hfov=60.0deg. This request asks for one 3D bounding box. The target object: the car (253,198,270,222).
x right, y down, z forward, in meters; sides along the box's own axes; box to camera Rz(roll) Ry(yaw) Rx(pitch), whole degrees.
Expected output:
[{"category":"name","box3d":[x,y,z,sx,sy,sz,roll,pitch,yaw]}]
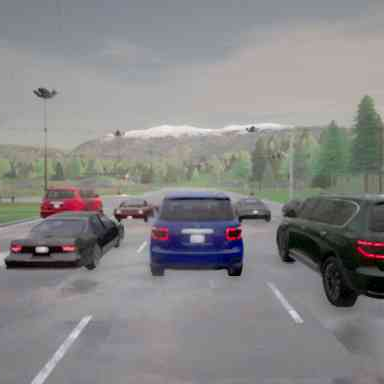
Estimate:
[{"category":"car","box3d":[3.582,1.040,20.746,1.994,1.385,4.181,0,1,0]}]

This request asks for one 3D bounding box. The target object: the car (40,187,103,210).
[{"category":"car","box3d":[-6.910,0.730,19.649,2.150,2.045,5.566,0,1,0]}]

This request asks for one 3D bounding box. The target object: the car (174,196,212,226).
[{"category":"car","box3d":[0.083,1.034,20.388,2.033,1.411,5.357,0,1,0]}]

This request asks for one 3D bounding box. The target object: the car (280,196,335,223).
[{"category":"car","box3d":[7.086,1.032,20.955,1.994,1.385,4.181,0,1,0]}]

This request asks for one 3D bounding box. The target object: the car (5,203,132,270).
[{"category":"car","box3d":[-3.400,1.294,10.039,2.033,1.411,5.357,0,1,0]}]

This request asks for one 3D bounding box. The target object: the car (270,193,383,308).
[{"category":"car","box3d":[3.603,1.021,7.606,2.150,2.045,5.566,0,1,0]}]

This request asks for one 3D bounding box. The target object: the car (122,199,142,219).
[{"category":"car","box3d":[-3.418,1.081,20.725,1.895,1.301,4.718,0,1,1]}]

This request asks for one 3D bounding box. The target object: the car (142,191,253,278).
[{"category":"car","box3d":[0.091,0.980,9.529,2.150,2.045,5.566,0,2,0]}]
